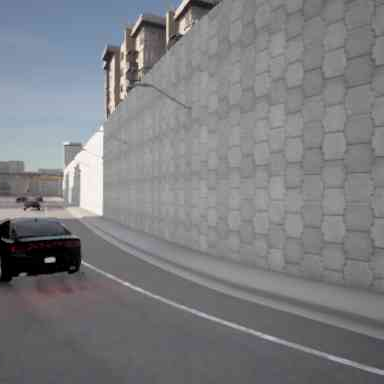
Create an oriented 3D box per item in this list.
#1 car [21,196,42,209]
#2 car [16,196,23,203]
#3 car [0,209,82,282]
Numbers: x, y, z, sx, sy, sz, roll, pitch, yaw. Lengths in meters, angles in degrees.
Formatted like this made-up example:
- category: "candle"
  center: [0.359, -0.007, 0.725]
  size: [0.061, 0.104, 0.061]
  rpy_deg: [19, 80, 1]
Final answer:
- category: "car"
  center: [-21.495, 1.656, 44.728]
  size: [1.837, 1.490, 4.892]
  rpy_deg: [1, 0, -24]
- category: "car"
  center: [-40.035, 1.739, 77.693]
  size: [1.837, 1.490, 4.892]
  rpy_deg: [1, 0, -24]
- category: "car"
  center: [-4.933, 1.514, 10.126]
  size: [1.882, 1.535, 5.008]
  rpy_deg: [1, 0, -36]
